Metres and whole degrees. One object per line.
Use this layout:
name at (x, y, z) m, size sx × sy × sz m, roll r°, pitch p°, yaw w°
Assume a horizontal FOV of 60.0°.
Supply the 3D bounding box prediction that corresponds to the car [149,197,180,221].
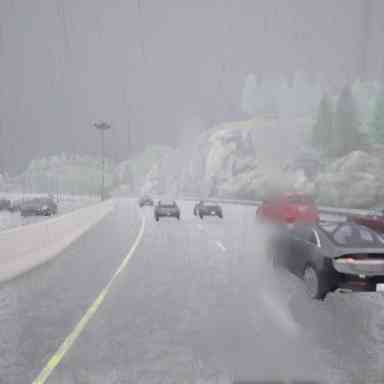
car at (-2.047, 1.396, 26.400) m, size 2.128 × 1.511 × 4.902 m, roll 0°, pitch 0°, yaw -8°

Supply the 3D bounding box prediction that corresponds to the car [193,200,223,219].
car at (1.287, 1.417, 27.803) m, size 1.812 × 1.442 × 4.674 m, roll 0°, pitch 0°, yaw -9°

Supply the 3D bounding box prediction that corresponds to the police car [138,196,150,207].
police car at (-6.715, 1.335, 48.371) m, size 2.038 × 1.542 × 4.974 m, roll 0°, pitch 0°, yaw -15°

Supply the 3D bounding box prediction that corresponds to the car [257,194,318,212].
car at (5.797, 1.129, 20.720) m, size 2.150 × 2.045 × 5.566 m, roll 0°, pitch 0°, yaw -6°

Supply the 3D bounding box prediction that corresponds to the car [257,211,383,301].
car at (3.282, 1.452, 8.262) m, size 2.128 × 1.511 × 4.902 m, roll 0°, pitch 0°, yaw -2°

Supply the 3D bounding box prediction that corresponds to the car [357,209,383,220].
car at (9.722, 1.515, 16.611) m, size 1.895 × 1.301 × 4.718 m, roll 0°, pitch 0°, yaw -5°
